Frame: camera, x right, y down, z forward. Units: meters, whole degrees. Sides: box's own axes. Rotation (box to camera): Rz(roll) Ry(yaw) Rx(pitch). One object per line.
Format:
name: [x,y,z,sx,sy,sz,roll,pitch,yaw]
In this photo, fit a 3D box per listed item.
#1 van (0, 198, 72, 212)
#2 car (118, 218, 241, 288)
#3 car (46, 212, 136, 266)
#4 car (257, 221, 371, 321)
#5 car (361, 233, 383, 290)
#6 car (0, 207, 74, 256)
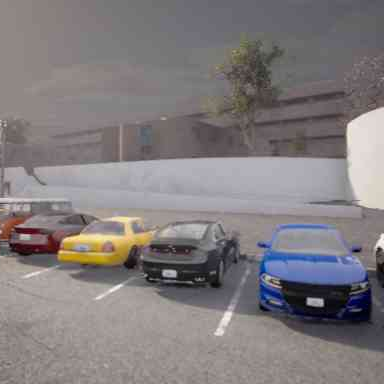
van: [-7.138,1.259,14.448,1.878,1.987,4.442,1,-1,16]
car: [0.168,1.488,9.357,2.231,1.521,4.892,0,-1,15]
car: [-2.208,1.484,11.274,1.946,1.575,5.366,0,-1,15]
car: [2.605,1.489,7.633,2.097,1.535,5.008,1,-1,16]
car: [5.032,1.243,5.930,2.435,2.045,5.566,0,-1,16]
car: [-4.679,1.515,12.856,2.163,1.488,4.792,0,-1,16]
